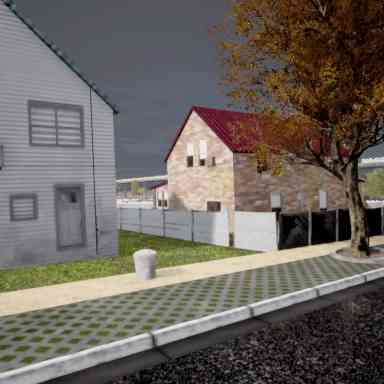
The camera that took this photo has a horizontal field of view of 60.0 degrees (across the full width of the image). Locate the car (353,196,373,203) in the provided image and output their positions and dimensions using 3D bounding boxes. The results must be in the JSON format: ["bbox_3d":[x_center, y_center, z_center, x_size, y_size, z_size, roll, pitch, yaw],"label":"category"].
[{"bbox_3d":[38.507,1.583,74.956,1.837,1.490,4.892,-2,0,0],"label":"car"}]

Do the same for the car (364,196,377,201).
[{"bbox_3d":[28.548,1.728,56.339,2.097,1.767,4.553,-2,0,1],"label":"car"}]

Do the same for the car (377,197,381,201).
[{"bbox_3d":[35.181,1.738,64.561,2.128,1.511,4.902,-2,0,0],"label":"car"}]

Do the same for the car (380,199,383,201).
[{"bbox_3d":[31.746,1.831,51.338,1.895,1.301,4.718,-2,0,1],"label":"car"}]

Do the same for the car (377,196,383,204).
[{"bbox_3d":[38.426,1.623,64.529,2.128,1.511,4.902,-2,0,0],"label":"car"}]
